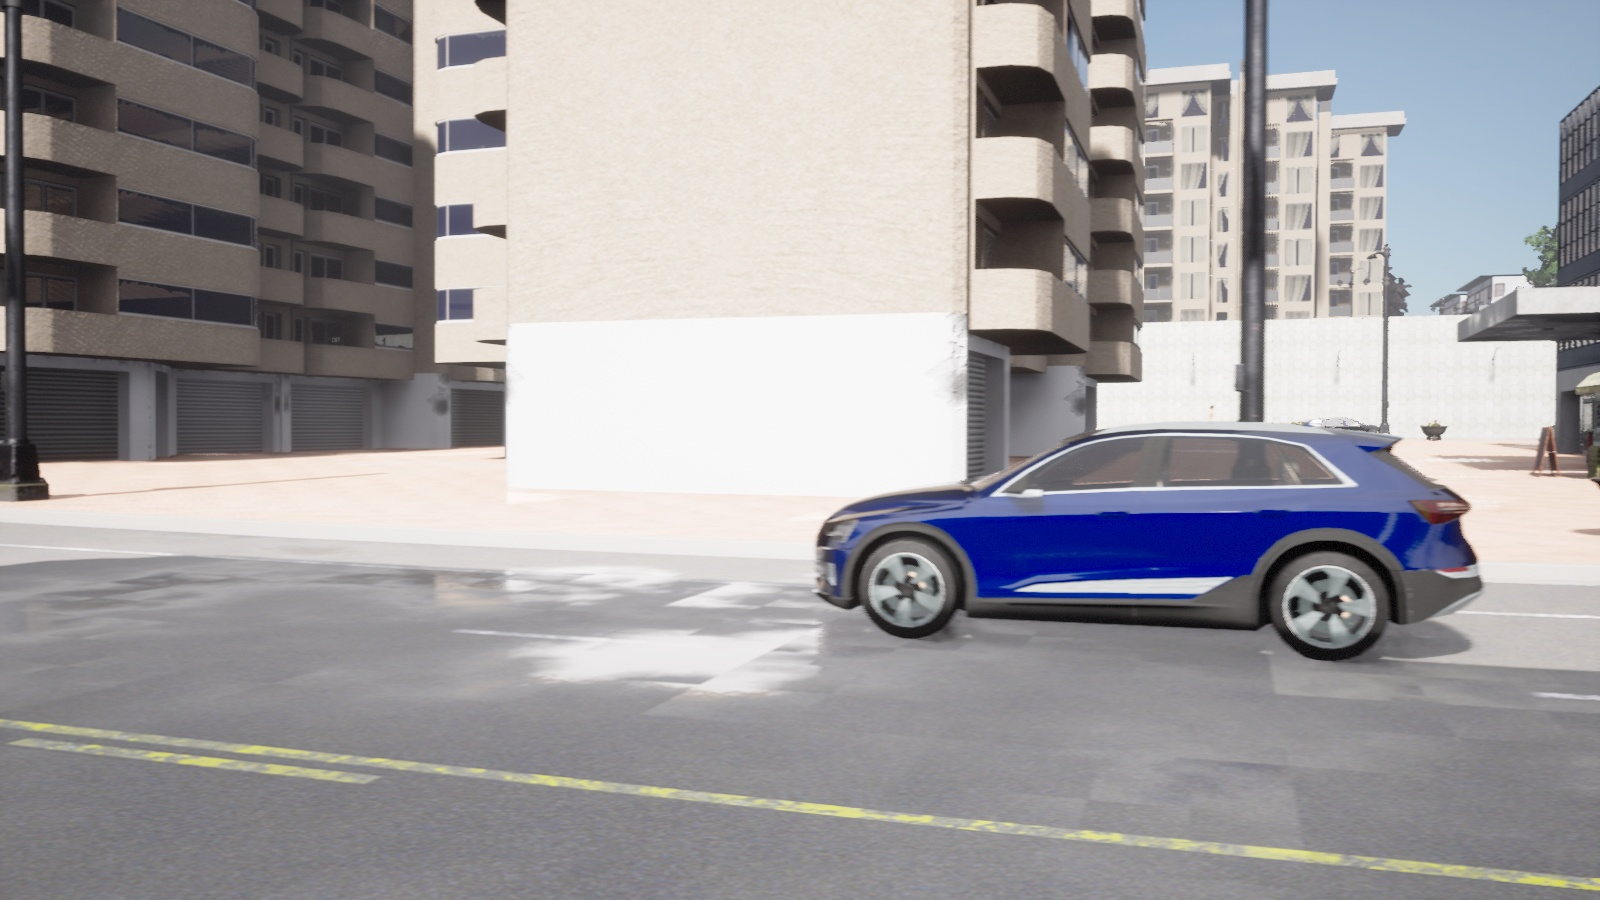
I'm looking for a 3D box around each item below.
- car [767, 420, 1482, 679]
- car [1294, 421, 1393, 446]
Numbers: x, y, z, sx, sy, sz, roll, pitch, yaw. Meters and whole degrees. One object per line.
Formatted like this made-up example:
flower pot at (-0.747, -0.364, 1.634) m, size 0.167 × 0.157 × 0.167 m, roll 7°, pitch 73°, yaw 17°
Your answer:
car at (2.375, 0.606, 9.778) m, size 4.856 × 1.649 × 2.033 m, roll 1°, pitch 1°, yaw 19°
car at (32.681, -1.007, 75.663) m, size 5.357 × 1.411 × 2.033 m, roll 1°, pitch 1°, yaw 20°
